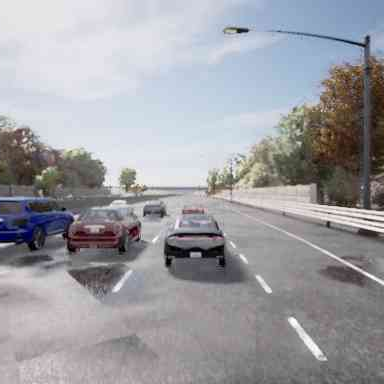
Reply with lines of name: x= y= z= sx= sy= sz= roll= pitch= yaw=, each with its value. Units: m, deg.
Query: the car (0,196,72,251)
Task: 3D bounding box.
car: x=-6.897 y=1.225 z=14.271 sx=2.150 sy=2.045 sz=5.566 roll=0 pitch=0 yaw=0

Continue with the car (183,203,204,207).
car: x=0.107 y=1.616 z=29.627 sx=1.895 sy=1.301 sz=4.718 roll=0 pitch=0 yaw=0

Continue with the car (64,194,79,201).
car: x=-27.988 y=1.246 z=77.113 sx=1.994 sy=1.385 sz=4.181 roll=0 pitch=0 yaw=0

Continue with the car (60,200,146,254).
car: x=-3.397 y=1.355 z=13.734 sx=2.097 sy=1.767 sz=4.553 roll=0 pitch=0 yaw=0

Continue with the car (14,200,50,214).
car: x=-17.583 y=1.588 z=36.806 sx=1.994 sy=1.385 sz=4.181 roll=0 pitch=0 yaw=0

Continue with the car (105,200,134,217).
car: x=-6.895 y=1.544 z=32.175 sx=1.812 sy=1.442 sz=4.674 roll=0 pitch=0 yaw=0

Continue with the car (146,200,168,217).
car: x=-3.393 y=1.509 z=31.091 sx=2.128 sy=1.511 sz=4.902 roll=0 pitch=0 yaw=0

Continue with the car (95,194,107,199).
car: x=-20.988 y=1.193 z=77.112 sx=1.837 sy=1.490 sz=4.892 roll=0 pitch=0 yaw=0

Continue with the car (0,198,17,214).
car: x=-21.083 y=1.500 z=35.854 sx=1.882 sy=1.535 sz=5.008 roll=0 pitch=0 yaw=0

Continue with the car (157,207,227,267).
car: x=0.102 y=1.494 z=11.463 sx=2.128 sy=1.511 sz=4.902 roll=0 pitch=0 yaw=0
